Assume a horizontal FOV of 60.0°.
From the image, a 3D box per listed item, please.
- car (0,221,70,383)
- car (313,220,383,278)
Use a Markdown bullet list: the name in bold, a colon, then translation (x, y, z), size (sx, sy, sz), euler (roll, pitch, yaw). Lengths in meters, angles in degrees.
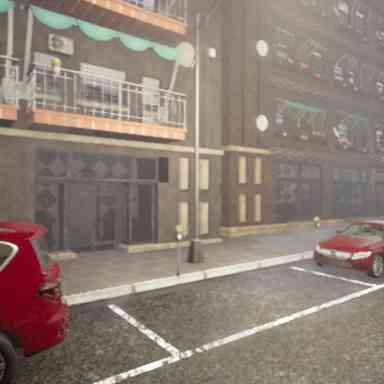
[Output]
- **car**: translation (-3.861, 1.323, 3.342), size (5.009, 1.841, 2.192), euler (0, 1, -35)
- **car**: translation (5.395, 1.527, 9.900), size (4.206, 1.307, 1.802), euler (0, 1, -35)
